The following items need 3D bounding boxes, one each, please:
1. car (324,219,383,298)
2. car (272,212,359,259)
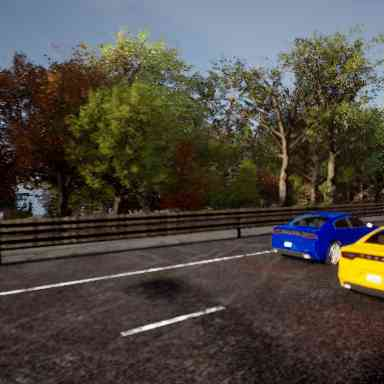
[{"bbox_3d":[5.396,1.455,7.645,5.008,1.535,1.882,0,0,-36],"label":"car"},{"bbox_3d":[4.946,1.451,11.642,5.008,1.535,1.882,0,0,-36],"label":"car"}]
